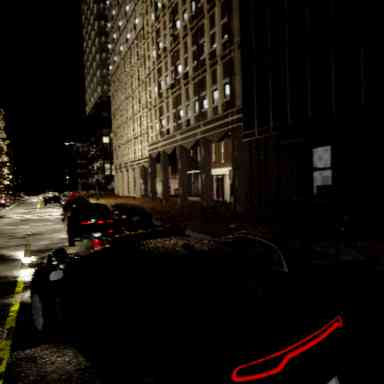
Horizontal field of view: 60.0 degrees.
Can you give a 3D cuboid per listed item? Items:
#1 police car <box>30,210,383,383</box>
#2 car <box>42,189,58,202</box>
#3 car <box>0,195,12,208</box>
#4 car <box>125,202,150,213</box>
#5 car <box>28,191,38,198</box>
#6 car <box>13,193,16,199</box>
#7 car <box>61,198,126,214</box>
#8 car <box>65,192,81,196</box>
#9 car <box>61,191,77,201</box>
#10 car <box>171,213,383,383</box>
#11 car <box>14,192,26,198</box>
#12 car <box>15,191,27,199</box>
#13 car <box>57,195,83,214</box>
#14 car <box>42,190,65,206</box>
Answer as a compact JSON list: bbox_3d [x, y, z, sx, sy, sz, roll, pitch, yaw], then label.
[{"bbox_3d":[-0.660,1.289,4.482,1.930,1.638,5.238,-4,2,-42],"label":"police car"},{"bbox_3d":[-22.102,0.537,51.698,2.097,1.767,4.553,-3,2,-24],"label":"car"},{"bbox_3d":[-22.453,1.044,38.594,1.967,1.590,4.097,-3,2,-24],"label":"car"},{"bbox_3d":[-3.255,1.155,16.249,1.947,1.339,4.313,-3,2,-24],"label":"car"},{"bbox_3d":[-36.291,0.443,76.040,1.882,1.535,5.008,-3,2,-24],"label":"car"},{"bbox_3d":[-24.759,1.111,43.752,1.802,1.307,4.206,-3,2,-24],"label":"car"},{"bbox_3d":[-4.275,1.207,13.855,1.837,1.490,4.892,-3,2,-23],"label":"car"},{"bbox_3d":[-14.809,0.758,42.017,1.887,1.381,4.507,-3,2,-24],"label":"car"},{"bbox_3d":[-19.430,0.617,52.325,2.008,1.369,4.403,-3,2,-24],"label":"car"},{"bbox_3d":[1.365,1.294,5.941,2.008,1.369,4.403,-3,2,-24],"label":"car"},{"bbox_3d":[-38.622,0.645,74.675,2.008,1.369,4.403,-3,2,-24],"label":"car"},{"bbox_3d":[-36.313,0.717,69.521,2.008,1.369,4.403,-3,2,-24],"label":"car"},{"bbox_3d":[-6.611,1.142,19.362,1.812,1.442,4.674,-3,2,-24],"label":"car"},{"bbox_3d":[-16.860,0.842,40.096,2.128,1.511,4.902,-3,2,-24],"label":"car"}]
